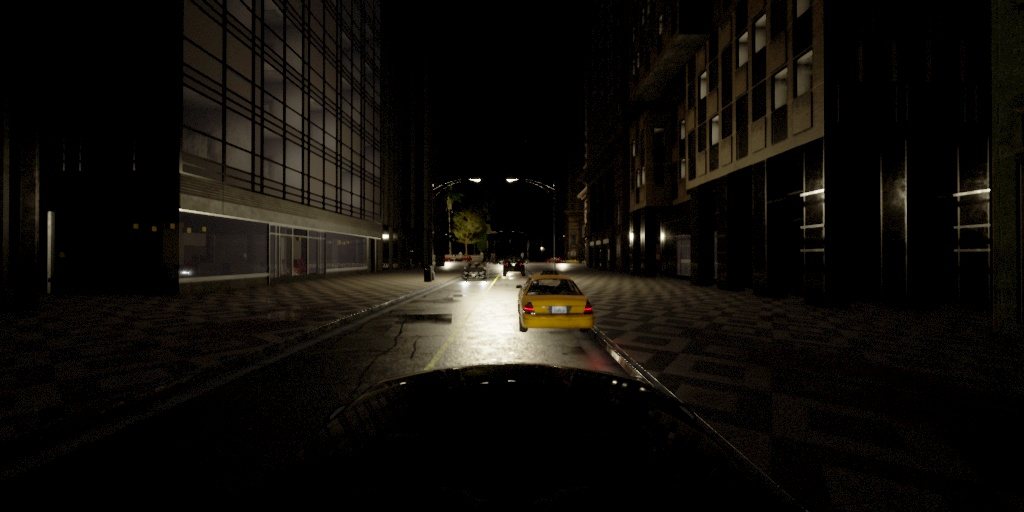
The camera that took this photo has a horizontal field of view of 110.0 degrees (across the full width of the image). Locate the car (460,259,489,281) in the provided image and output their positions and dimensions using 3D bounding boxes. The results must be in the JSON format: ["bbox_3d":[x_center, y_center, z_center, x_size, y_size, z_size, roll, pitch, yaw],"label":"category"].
[{"bbox_3d":[-2.974,1.254,30.261,1.837,1.490,4.892,0,0,0],"label":"car"}]

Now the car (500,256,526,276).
[{"bbox_3d":[0.226,0.973,37.585,2.150,2.045,5.566,0,0,1],"label":"car"}]

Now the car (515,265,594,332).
[{"bbox_3d":[1.089,1.205,10.740,1.801,1.575,5.366,0,0,0],"label":"car"}]
